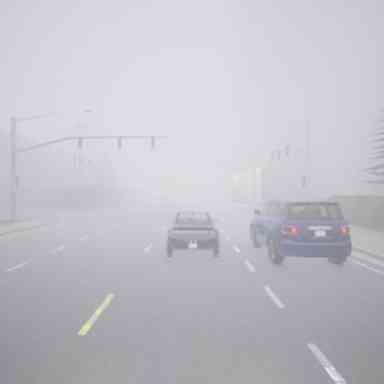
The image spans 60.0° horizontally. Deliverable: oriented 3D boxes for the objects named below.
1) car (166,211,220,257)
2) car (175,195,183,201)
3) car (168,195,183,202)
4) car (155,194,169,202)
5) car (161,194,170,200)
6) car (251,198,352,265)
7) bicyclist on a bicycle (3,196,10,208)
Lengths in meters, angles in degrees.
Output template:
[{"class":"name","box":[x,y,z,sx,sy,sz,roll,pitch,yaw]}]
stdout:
[{"class":"car","box":[0.048,1.492,12.957,2.128,1.511,4.902,0,0,0]},{"class":"car","box":[-3.471,1.482,89.145,1.837,1.490,4.892,0,0,0]},{"class":"car","box":[-3.476,1.538,73.503,2.033,1.411,5.357,0,0,0]},{"class":"car","box":[-6.976,1.353,73.533,2.097,1.767,4.553,0,0,0]},{"class":"car","box":[-6.971,1.337,89.177,2.097,1.767,4.553,0,0,0]},{"class":"car","box":[3.538,1.223,11.798,2.150,2.045,5.566,0,0,0]},{"class":"bicyclist on a bicycle","box":[-25.284,1.355,45.381,0.582,1.620,1.656,0,0,0]}]
